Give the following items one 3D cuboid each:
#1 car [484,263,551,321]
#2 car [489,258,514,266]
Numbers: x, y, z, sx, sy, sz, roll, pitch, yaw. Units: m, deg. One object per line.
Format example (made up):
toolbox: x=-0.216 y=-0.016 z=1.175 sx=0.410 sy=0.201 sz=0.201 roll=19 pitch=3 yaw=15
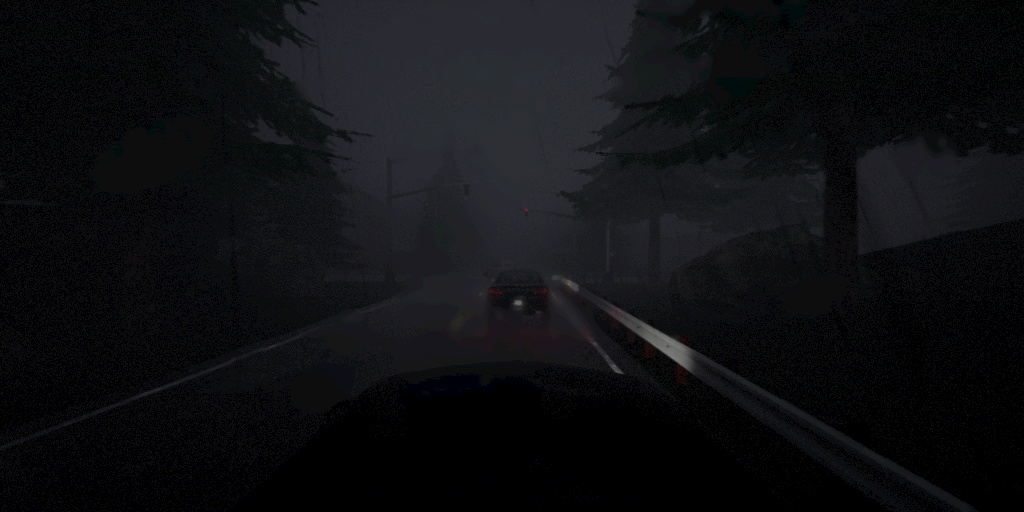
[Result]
car: x=0.267 y=1.171 z=12.344 sx=1.882 sy=1.535 sz=5.008 roll=0 pitch=0 yaw=2
car: x=-0.596 y=1.127 z=27.118 sx=1.812 sy=1.442 sz=4.674 roll=1 pitch=0 yaw=-21
